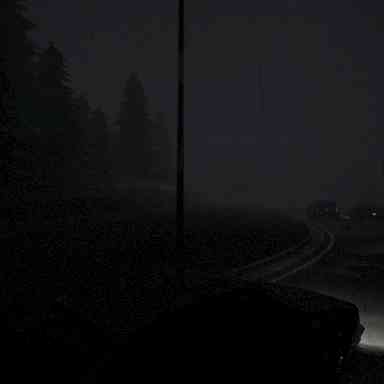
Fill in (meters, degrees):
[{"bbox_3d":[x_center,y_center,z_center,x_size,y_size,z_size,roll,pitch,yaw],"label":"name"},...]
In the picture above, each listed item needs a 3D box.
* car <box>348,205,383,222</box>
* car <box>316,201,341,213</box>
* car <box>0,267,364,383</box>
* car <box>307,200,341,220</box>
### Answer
[{"bbox_3d":[15.208,1.792,29.111,1.994,1.385,4.181,0,0,10],"label":"car"},{"bbox_3d":[17.296,1.909,42.303,1.895,1.301,4.718,0,0,9],"label":"car"},{"bbox_3d":[-0.101,1.564,3.415,5.357,1.411,2.033,1,0,-44],"label":"car"},{"bbox_3d":[11.919,1.571,30.516,2.097,1.767,4.553,0,0,9],"label":"car"}]
